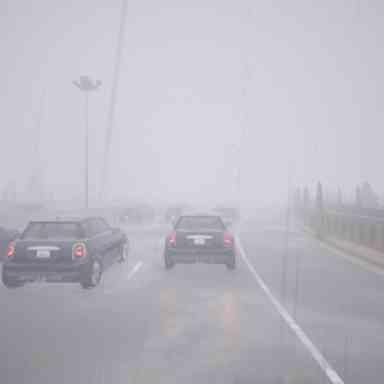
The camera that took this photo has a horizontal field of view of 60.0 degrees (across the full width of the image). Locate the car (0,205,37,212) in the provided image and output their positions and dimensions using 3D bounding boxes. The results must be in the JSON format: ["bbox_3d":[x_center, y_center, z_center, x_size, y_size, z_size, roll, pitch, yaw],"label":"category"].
[{"bbox_3d":[-6.766,1.424,9.658,2.097,1.767,4.553,0,0,2],"label":"car"}]

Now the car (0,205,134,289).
[{"bbox_3d":[-3.274,1.422,9.596,2.097,1.767,4.553,0,0,2],"label":"car"}]

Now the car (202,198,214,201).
[{"bbox_3d":[3.193,1.919,62.946,1.882,1.535,5.008,-1,-1,34],"label":"car"}]

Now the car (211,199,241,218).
[{"bbox_3d":[3.184,1.661,29.459,1.882,1.535,5.008,0,0,15],"label":"car"}]

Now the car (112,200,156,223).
[{"bbox_3d":[-4.466,1.698,27.636,1.837,1.490,4.892,0,0,12],"label":"car"}]

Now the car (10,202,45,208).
[{"bbox_3d":[-12.450,1.536,24.221,2.097,1.767,4.553,0,0,10],"label":"car"}]

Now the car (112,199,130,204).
[{"bbox_3d":[-10.691,1.910,52.673,2.128,1.511,4.902,-1,-1,26],"label":"car"}]

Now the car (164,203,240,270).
[{"bbox_3d":[0.325,1.433,11.549,2.097,1.767,4.553,0,0,3],"label":"car"}]

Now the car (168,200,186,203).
[{"bbox_3d":[-0.882,1.688,27.629,1.837,1.490,4.892,0,0,13],"label":"car"}]
